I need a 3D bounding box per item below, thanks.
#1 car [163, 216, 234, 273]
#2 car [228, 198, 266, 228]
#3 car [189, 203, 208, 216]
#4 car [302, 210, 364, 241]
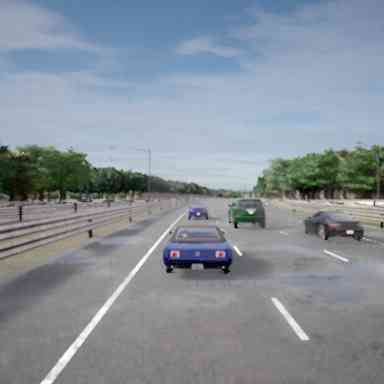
[{"bbox_3d":[0.178,1.707,11.036,1.895,1.301,4.718,0,-1,1],"label":"car"},{"bbox_3d":[3.909,1.455,24.316,2.150,2.045,5.566,0,-1,1],"label":"car"},{"bbox_3d":[0.635,1.841,32.759,1.812,1.442,4.674,0,-1,2],"label":"car"},{"bbox_3d":[7.274,1.697,17.525,1.812,1.442,4.674,0,-1,1],"label":"car"}]
